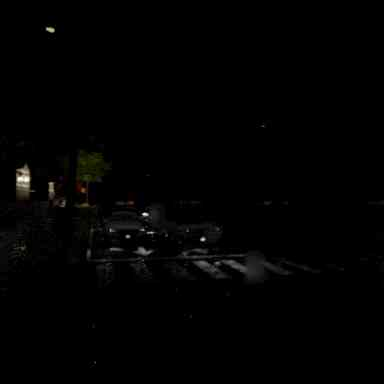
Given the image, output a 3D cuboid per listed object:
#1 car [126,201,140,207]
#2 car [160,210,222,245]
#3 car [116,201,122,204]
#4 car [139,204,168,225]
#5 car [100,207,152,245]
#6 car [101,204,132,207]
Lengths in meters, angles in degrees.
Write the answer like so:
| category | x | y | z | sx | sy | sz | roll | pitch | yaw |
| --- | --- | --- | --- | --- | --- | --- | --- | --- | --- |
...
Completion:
| category | x | y | z | sx | sy | sz | roll | pitch | yaw |
| --- | --- | --- | --- | --- | --- | --- | --- | --- | --- |
| car | -6.083 | 2.031 | 37.654 | 1.994 | 1.385 | 4.181 | 1 | -1 | -16 |
| car | -0.110 | 1.812 | 16.835 | 1.895 | 1.301 | 4.718 | 1 | -1 | -16 |
| car | -9.123 | 2.005 | 36.463 | 1.895 | 1.301 | 4.718 | 1 | -1 | -17 |
| car | -2.682 | 1.825 | 25.790 | 1.837 | 1.490 | 4.892 | 1 | -1 | -16 |
| car | -3.468 | 1.685 | 16.681 | 1.812 | 1.442 | 4.674 | 1 | -1 | -17 |
| car | -5.846 | 1.828 | 25.091 | 1.994 | 1.385 | 4.181 | 1 | -1 | -14 |
